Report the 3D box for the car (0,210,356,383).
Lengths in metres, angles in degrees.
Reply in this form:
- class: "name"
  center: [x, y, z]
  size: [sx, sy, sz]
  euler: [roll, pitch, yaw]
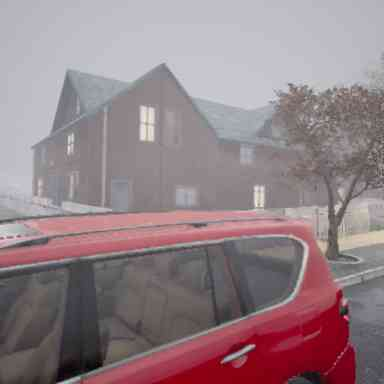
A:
- class: "car"
  center: [-1.146, 1.220, 2.251]
  size: [5.566, 2.045, 2.150]
  euler: [0, 0, -35]
